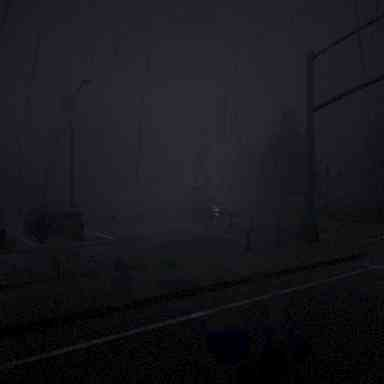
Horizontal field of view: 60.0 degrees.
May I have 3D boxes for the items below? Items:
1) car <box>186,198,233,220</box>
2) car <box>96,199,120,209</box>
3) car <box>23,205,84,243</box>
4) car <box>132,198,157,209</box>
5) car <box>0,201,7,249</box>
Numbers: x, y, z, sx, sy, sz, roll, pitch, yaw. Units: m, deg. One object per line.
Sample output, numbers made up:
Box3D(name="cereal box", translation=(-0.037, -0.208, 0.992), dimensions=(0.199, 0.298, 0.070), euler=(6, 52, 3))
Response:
Box3D(name="car", translation=(1.441, 1.351, 28.393), dimensions=(2.097, 1.767, 4.553), euler=(0, 0, -36))
Box3D(name="car", translation=(-11.704, 1.601, 46.343), dimensions=(1.895, 1.301, 4.718), euler=(0, 0, -36))
Box3D(name="car", translation=(-6.410, 1.340, 15.279), dimensions=(2.007, 1.523, 4.514), euler=(0, 0, -36))
Box3D(name="car", translation=(-6.406, 1.526, 45.244), dimensions=(1.812, 1.442, 4.674), euler=(0, 0, -36))
Box3D(name="car", translation=(-8.921, 1.331, 13.398), dimensions=(2.152, 1.636, 5.027), euler=(0, 0, -36))
